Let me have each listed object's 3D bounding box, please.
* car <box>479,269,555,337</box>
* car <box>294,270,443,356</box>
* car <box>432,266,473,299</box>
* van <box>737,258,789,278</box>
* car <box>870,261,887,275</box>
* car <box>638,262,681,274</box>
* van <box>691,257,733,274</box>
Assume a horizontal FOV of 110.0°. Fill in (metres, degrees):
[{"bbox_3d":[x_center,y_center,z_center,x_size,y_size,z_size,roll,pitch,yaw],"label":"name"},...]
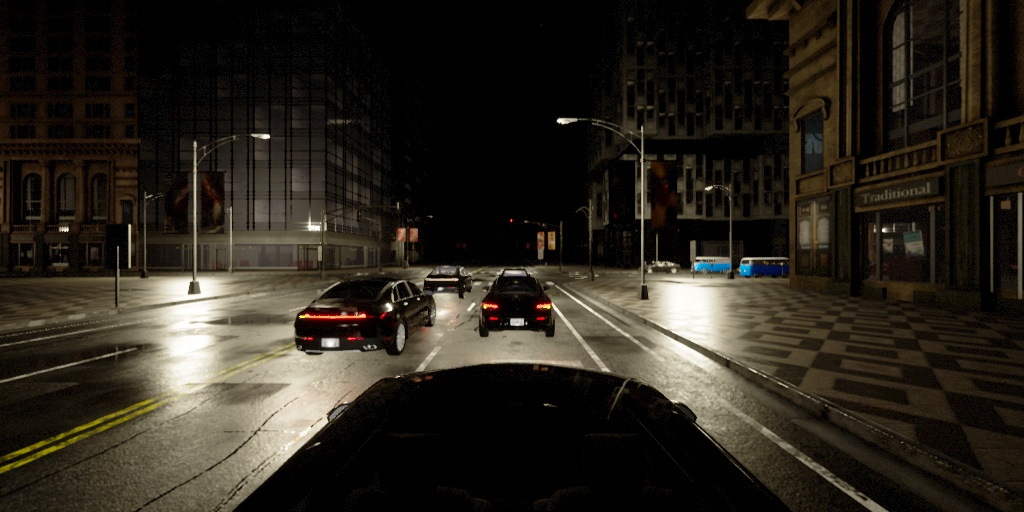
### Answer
[{"bbox_3d":[0.123,1.276,10.115,1.812,1.442,4.674,0,0,0],"label":"car"},{"bbox_3d":[-3.133,1.254,8.620,1.837,1.490,4.892,0,0,0],"label":"car"},{"bbox_3d":[-3.106,1.241,18.034,2.128,1.511,4.902,0,0,0],"label":"car"},{"bbox_3d":[21.541,1.031,30.303,3.998,1.789,1.690,0,0,0],"label":"van"},{"bbox_3d":[32.778,1.251,30.223,4.207,1.307,1.802,0,0,0],"label":"car"},{"bbox_3d":[15.981,1.262,38.867,4.403,1.370,2.007,0,0,0],"label":"car"},{"bbox_3d":[21.600,1.041,38.827,3.998,1.789,1.690,0,0,0],"label":"van"}]
